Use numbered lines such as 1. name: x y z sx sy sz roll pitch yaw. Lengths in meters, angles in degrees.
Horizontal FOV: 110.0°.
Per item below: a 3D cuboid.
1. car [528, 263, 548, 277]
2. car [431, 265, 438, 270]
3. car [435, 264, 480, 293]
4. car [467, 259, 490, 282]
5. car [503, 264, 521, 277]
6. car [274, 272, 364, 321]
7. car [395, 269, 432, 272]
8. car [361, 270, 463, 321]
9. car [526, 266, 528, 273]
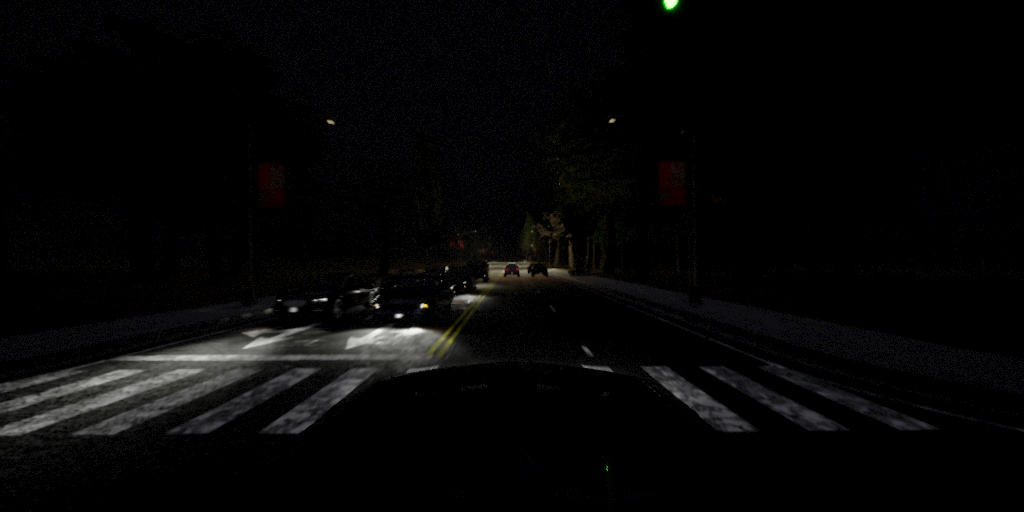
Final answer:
1. car: 3.255 1.702 43.056 1.837 1.490 4.892 0 -1 0
2. car: -6.498 1.577 32.048 2.128 1.511 4.902 0 -1 0
3. car: -3.321 1.464 22.880 1.837 1.490 4.892 0 -1 0
4. car: -3.249 1.311 33.455 2.150 2.045 5.566 0 -1 0
5. car: 0.004 1.740 43.188 1.812 1.442 4.674 0 -1 0
6. car: -6.596 1.375 13.274 2.128 1.511 4.902 0 0 0
7. car: -6.574 1.531 22.194 1.994 1.385 4.181 0 -1 0
8. car: -3.347 1.416 13.287 2.033 1.411 5.357 0 0 0
9. car: 3.258 1.854 53.562 1.837 1.490 4.892 0 -1 0
